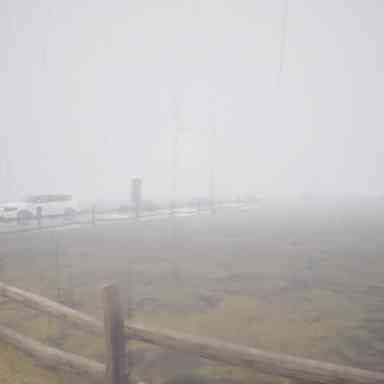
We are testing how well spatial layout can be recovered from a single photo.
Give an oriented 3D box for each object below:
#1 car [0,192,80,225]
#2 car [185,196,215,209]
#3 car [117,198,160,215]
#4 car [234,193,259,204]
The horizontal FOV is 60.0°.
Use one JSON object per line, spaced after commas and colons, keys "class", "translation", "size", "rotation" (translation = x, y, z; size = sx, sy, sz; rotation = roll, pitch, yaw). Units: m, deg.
{"class": "car", "translation": [-10.492, 1.062, 23.065], "size": [2.150, 2.045, 5.566], "rotation": [1, 1, 35]}
{"class": "car", "translation": [0.966, 1.174, 38.961], "size": [1.994, 1.385, 4.181], "rotation": [1, 1, 36]}
{"class": "car", "translation": [-4.919, 1.293, 30.826], "size": [1.994, 1.385, 4.181], "rotation": [1, 1, 36]}
{"class": "car", "translation": [7.992, 0.945, 48.595], "size": [1.882, 1.535, 5.008], "rotation": [1, 2, 36]}
